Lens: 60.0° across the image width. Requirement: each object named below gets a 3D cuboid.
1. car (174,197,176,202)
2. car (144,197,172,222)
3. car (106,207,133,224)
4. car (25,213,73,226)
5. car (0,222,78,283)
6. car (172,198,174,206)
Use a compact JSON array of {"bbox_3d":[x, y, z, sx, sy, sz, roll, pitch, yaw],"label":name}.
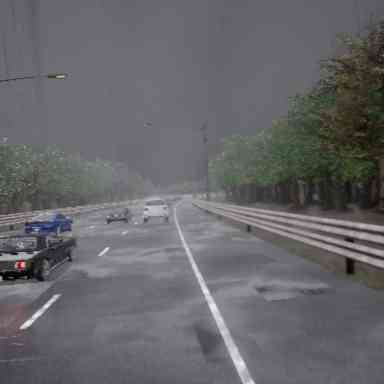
[{"bbox_3d":[-5.091,2.328,72.580,2.033,1.411,5.357,-3,0,-1],"label":"car"},{"bbox_3d":[-3.273,1.631,30.981,2.150,2.045,5.566,-3,0,-4],"label":"car"},{"bbox_3d":[-6.677,2.144,31.030,2.033,1.411,5.357,-3,0,-4],"label":"car"},{"bbox_3d":[-9.593,2.169,22.672,1.882,1.535,5.008,-3,0,-4],"label":"car"},{"bbox_3d":[-5.134,1.954,10.645,1.895,1.301,4.718,-3,0,-5],"label":"car"},{"bbox_3d":[-4.364,1.833,50.824,2.150,2.045,5.566,-3,0,-3],"label":"car"}]
